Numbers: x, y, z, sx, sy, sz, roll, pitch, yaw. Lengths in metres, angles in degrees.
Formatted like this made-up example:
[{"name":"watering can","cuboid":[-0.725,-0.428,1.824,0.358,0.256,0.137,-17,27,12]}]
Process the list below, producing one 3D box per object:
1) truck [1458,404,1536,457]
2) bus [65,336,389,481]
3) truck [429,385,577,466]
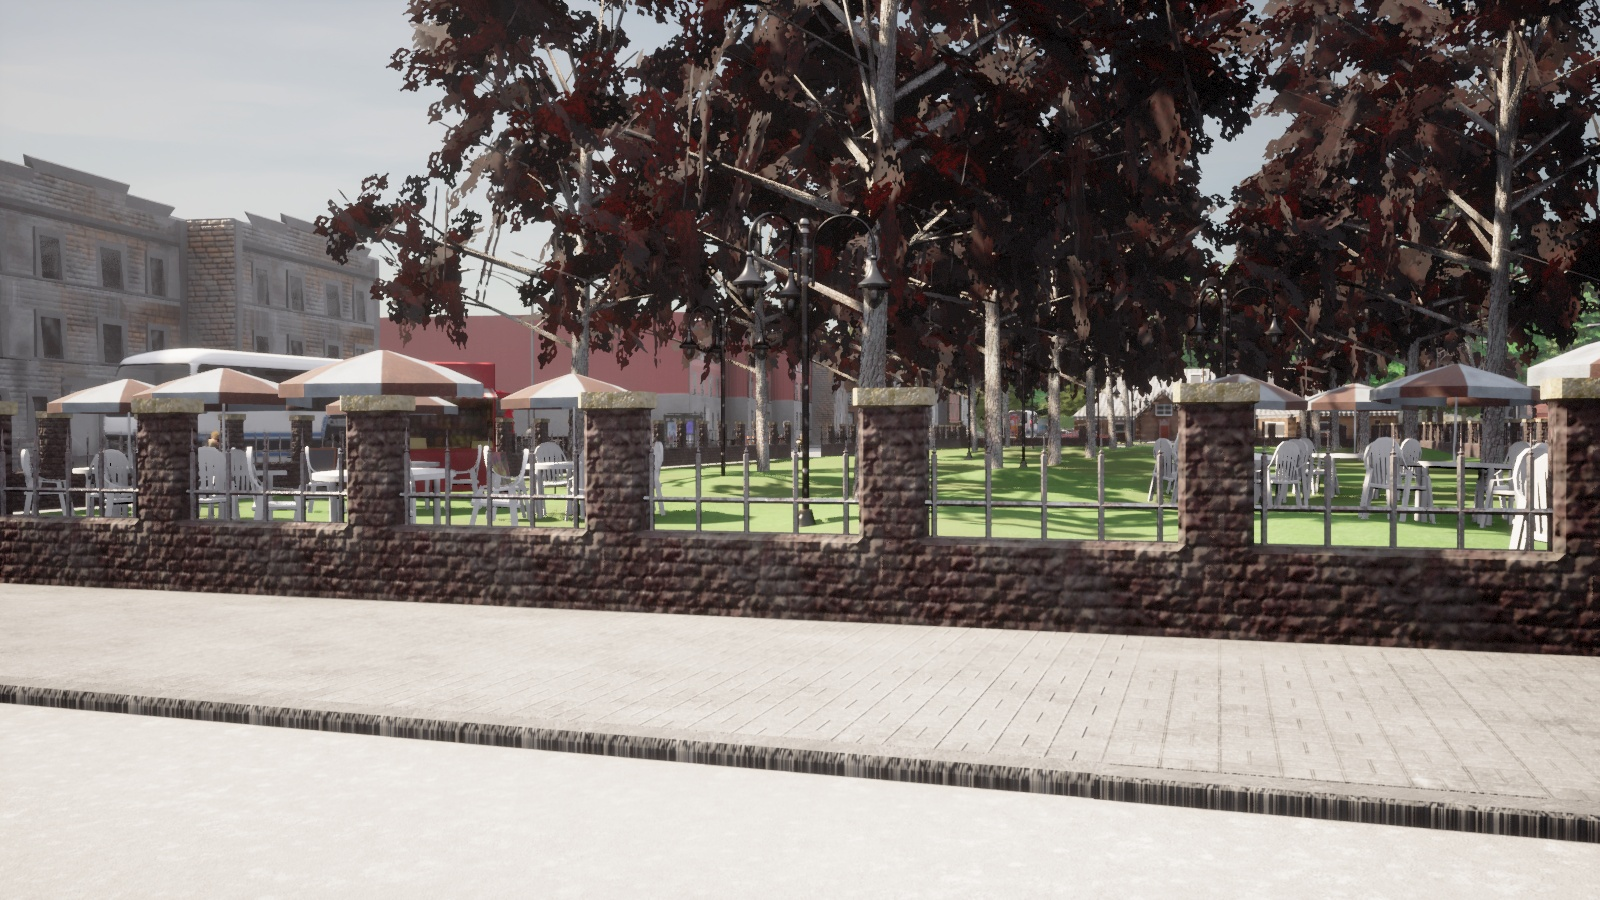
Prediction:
[{"name":"truck","cuboid":[47.844,-1.360,86.422,2.891,3.462,7.936,0,1,15]},{"name":"bus","cuboid":[-18.725,-1.297,42.255,3.944,4.253,10.273,1,1,18]},{"name":"truck","cuboid":[-13.507,-1.134,57.975,2.891,3.462,7.936,1,1,18]}]
